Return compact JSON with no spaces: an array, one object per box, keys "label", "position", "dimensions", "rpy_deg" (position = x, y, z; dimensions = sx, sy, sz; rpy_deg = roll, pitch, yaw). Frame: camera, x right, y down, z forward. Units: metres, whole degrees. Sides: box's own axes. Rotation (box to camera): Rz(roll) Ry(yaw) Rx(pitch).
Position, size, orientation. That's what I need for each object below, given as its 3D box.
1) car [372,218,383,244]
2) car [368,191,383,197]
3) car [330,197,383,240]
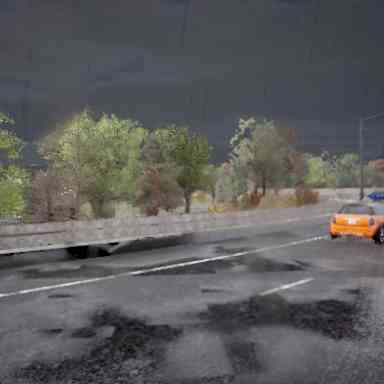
[{"label":"car","position":[7.625,1.505,10.144],"dimensions":[5.357,1.411,2.033],"rpy_deg":[0,0,-43]},{"label":"car","position":[37.549,0.871,67.380],"dimensions":[2.150,2.045,5.566],"rpy_deg":[0,0,11]},{"label":"car","position":[8.446,1.306,15.864],"dimensions":[4.553,1.767,2.097],"rpy_deg":[0,0,-44]}]
